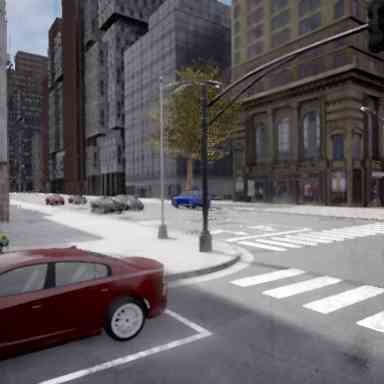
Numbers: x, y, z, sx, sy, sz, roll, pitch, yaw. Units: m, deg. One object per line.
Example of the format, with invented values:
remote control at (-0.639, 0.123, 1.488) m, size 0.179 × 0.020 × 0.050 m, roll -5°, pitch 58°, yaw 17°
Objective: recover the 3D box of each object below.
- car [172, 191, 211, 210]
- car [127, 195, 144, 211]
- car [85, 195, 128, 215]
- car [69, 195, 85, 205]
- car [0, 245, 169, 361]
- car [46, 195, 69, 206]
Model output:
car at (-0.130, 0.922, 37.692) m, size 2.150 × 2.045 × 5.566 m, roll -1°, pitch 1°, yaw -35°
car at (-6.923, 1.121, 35.866) m, size 2.097 × 1.767 × 4.553 m, roll -1°, pitch 1°, yaw -35°
car at (-8.327, 1.309, 32.235) m, size 1.882 × 1.535 × 5.008 m, roll -1°, pitch 1°, yaw -35°
car at (-17.645, 1.176, 51.090) m, size 1.837 × 1.490 × 4.892 m, roll -1°, pitch 1°, yaw -35°
car at (-2.495, 1.545, 4.882) m, size 4.507 × 1.381 × 1.887 m, roll 0°, pitch -1°, yaw -35°
car at (-20.186, 1.151, 49.052) m, size 1.882 × 1.535 × 5.008 m, roll -1°, pitch 1°, yaw -35°
